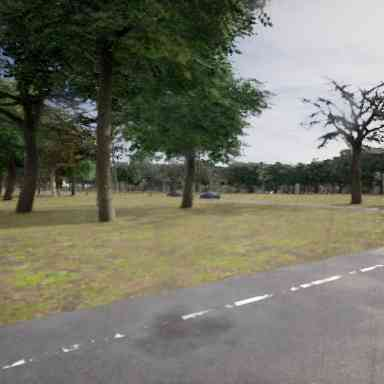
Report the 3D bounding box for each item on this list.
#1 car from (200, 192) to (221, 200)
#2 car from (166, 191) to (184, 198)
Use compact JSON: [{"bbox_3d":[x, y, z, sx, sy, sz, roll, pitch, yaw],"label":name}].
[{"bbox_3d":[3.446,0.677,61.178,1.812,1.442,4.674,2,-1,-36],"label":"car"},{"bbox_3d":[-3.398,0.460,70.665,2.033,1.411,5.357,2,-1,-36],"label":"car"}]
